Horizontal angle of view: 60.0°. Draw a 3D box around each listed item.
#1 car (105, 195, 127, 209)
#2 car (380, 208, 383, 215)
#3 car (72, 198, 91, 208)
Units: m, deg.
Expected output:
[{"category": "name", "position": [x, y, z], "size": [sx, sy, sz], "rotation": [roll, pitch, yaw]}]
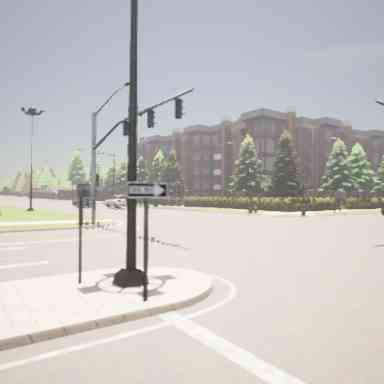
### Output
[{"category": "car", "position": [-11.293, 1.477, 50.445], "size": [2.150, 2.045, 5.566], "rotation": [1, 0, -36]}, {"category": "car", "position": [24.997, 2.101, 40.443], "size": [5.357, 1.411, 2.033], "rotation": [1, -1, -36]}, {"category": "car", "position": [-17.727, 1.686, 53.356], "size": [1.882, 1.535, 5.008], "rotation": [1, 0, -36]}]
